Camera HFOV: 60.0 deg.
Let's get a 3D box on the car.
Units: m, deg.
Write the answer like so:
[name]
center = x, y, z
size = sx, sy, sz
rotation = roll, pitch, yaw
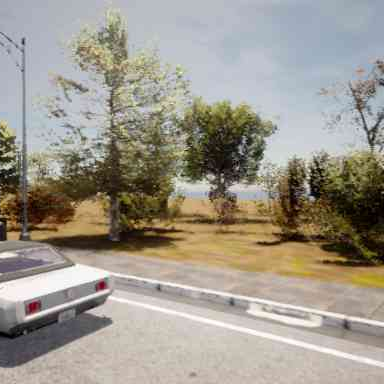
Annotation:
[car]
center = -3.794, 1.619, 6.301
size = 4.718, 1.301, 1.895
rotation = 0, 0, 32
